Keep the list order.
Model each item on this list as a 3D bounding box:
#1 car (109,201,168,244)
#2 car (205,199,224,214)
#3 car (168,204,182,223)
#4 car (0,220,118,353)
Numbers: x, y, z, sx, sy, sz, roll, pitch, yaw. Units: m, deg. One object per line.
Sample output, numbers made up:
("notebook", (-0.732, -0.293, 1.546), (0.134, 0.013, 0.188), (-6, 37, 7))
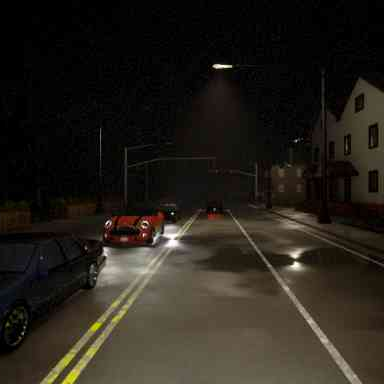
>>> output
("car", (-2.624, 1.360, 15.881), (2.097, 1.767, 4.553), (0, 0, 4))
("car", (2.480, 1.523, 36.434), (1.837, 1.490, 4.892), (0, 0, 4))
("car", (-1.946, 1.614, 25.719), (1.895, 1.301, 4.718), (0, 0, 4))
("car", (-3.267, 1.551, 6.448), (2.033, 1.411, 5.357), (0, 0, 4))
